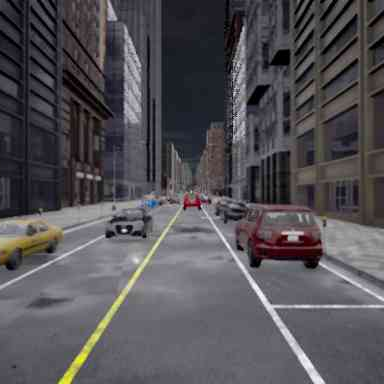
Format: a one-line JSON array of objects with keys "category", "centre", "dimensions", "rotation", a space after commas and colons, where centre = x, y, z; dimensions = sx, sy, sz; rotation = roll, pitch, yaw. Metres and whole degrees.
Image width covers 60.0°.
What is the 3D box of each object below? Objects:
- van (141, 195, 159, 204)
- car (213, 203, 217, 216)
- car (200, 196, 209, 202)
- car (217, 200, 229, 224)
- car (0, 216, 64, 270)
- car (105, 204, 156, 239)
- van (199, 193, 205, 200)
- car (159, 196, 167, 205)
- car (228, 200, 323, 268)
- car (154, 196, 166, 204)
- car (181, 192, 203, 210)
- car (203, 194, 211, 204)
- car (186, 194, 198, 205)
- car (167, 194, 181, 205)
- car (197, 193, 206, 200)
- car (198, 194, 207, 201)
[{"category": "van", "centre": [-5.848, 1.325, 44.971], "dimensions": [1.690, 1.788, 3.998], "rotation": [1, 0, 0]}, {"category": "car", "centre": [3.145, 1.493, 31.959], "dimensions": [1.837, 1.490, 4.892], "rotation": [0, 0, 0]}, {"category": "car", "centre": [2.676, 1.521, 73.087], "dimensions": [1.887, 1.381, 4.507], "rotation": [1, 0, 0]}, {"category": "car", "centre": [3.145, 1.496, 24.959], "dimensions": [1.837, 1.490, 4.892], "rotation": [0, 0, 0]}, {"category": "car", "centre": [-5.850, 1.523, 11.053], "dimensions": [1.752, 1.417, 4.829], "rotation": [1, 0, 0]}, {"category": "car", "centre": [-3.101, 1.559, 17.163], "dimensions": [1.994, 1.385, 4.181], "rotation": [0, 0, 0]}, {"category": "van", "centre": [2.678, 1.315, 89.959], "dimensions": [1.690, 1.788, 3.998], "rotation": [1, 0, 0]}, {"category": "car", "centre": [-5.850, 1.547, 56.220], "dimensions": [1.947, 1.339, 4.313], "rotation": [1, 0, 0]}, {"category": "car", "centre": [2.678, 1.312, 11.218], "dimensions": [2.192, 1.841, 5.009], "rotation": [1, 0, 0]}, {"category": "car", "centre": [-5.850, 1.504, 61.675], "dimensions": [1.752, 1.417, 4.829], "rotation": [1, 0, 0]}, {"category": "car", "centre": [0.023, 1.211, 42.995], "dimensions": [2.150, 2.045, 5.566], "rotation": [0, 0, 0]}, {"category": "car", "centre": [2.676, 1.524, 61.838], "dimensions": [1.887, 1.381, 4.507], "rotation": [1, 0, 0]}, {"category": "car", "centre": [0.030, 1.337, 59.685], "dimensions": [2.097, 1.767, 4.553], "rotation": [0, 0, 2]}, {"category": "car", "centre": [-3.035, 1.527, 58.804], "dimensions": [2.033, 1.411, 5.357], "rotation": [0, 0, 1]}, {"category": "car", "centre": [2.678, 1.289, 95.584], "dimensions": [2.192, 1.841, 5.009], "rotation": [1, 0, 0]}, {"category": "car", "centre": [2.677, 1.414, 84.335], "dimensions": [1.967, 1.590, 4.097], "rotation": [1, 0, 0]}]
